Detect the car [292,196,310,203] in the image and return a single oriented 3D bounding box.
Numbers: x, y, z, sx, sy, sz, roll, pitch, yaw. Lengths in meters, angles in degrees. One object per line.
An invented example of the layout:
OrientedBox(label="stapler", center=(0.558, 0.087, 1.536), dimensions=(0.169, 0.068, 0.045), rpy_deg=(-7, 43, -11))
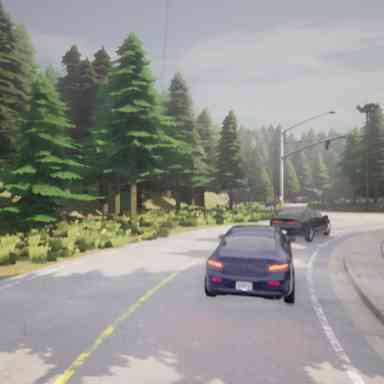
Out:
OrientedBox(label="car", center=(21.044, 1.589, 63.919), dimensions=(4.674, 1.442, 1.812), rpy_deg=(0, 0, -44))

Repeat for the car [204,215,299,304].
OrientedBox(label="car", center=(1.546, 1.530, 8.216), dimensions=(1.812, 1.442, 4.674), rpy_deg=(0, 0, 15))

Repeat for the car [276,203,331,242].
OrientedBox(label="car", center=(5.475, 1.514, 16.583), dimensions=(1.837, 1.490, 4.892), rpy_deg=(0, 0, 37))

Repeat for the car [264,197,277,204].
OrientedBox(label="car", center=(11.673, 1.559, 48.815), dimensions=(1.837, 1.490, 4.892), rpy_deg=(-1, 0, 14))
